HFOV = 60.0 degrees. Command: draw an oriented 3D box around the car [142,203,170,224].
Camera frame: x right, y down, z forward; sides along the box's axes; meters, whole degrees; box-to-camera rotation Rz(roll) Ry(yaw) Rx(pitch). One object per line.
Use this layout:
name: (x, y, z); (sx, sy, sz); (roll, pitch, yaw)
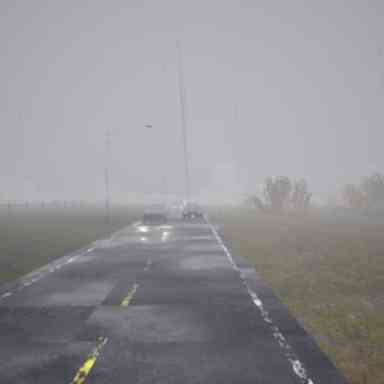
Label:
car: (-2.875, 1.688, 27.265); (1.882, 1.535, 5.008); (0, 0, 0)

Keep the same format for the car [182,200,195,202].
car: (0.059, 1.888, 41.812); (2.033, 1.411, 5.357); (0, -1, 0)

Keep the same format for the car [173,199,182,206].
car: (-2.812, 2.174, 68.371); (1.994, 1.385, 4.181); (0, -1, 0)

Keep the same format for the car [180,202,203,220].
car: (0.072, 1.843, 31.118); (1.895, 1.301, 4.718); (0, 0, 0)
